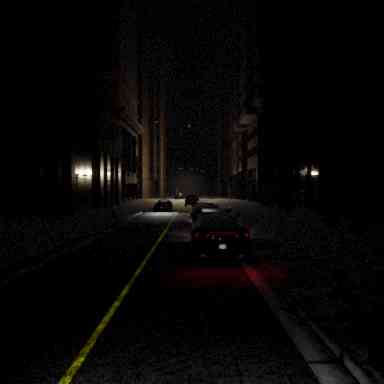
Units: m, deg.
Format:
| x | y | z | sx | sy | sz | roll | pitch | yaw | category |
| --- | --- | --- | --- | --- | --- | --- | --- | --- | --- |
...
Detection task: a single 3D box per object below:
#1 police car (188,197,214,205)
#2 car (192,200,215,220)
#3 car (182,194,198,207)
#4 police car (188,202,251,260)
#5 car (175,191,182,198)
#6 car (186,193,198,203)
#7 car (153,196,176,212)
| x | y | z | sx | sy | sz | roll | pitch | yaw | category |
| --- | --- | --- | --- | --- | --- | --- | --- | --- | --- |
| 0.898 | 1.360 | 22.350 | 1.930 | 1.638 | 5.238 | 0 | 0 | 0 | police car |
| 0.898 | 1.440 | 28.241 | 1.812 | 1.442 | 4.674 | 0 | 0 | 0 | car |
| 0.001 | 1.186 | 49.212 | 2.097 | 1.767 | 4.553 | 0 | 0 | 0 | car |
| 0.898 | 1.392 | 12.349 | 1.930 | 1.638 | 5.238 | 0 | 0 | 0 | police car |
| -3.006 | 0.945 | 77.099 | 1.994 | 1.385 | 4.181 | 0 | 0 | 0 | car |
| -0.004 | 1.123 | 63.733 | 2.097 | 1.767 | 4.553 | 0 | 0 | 0 | car |
| -3.095 | 1.449 | 36.312 | 1.994 | 1.385 | 4.181 | 0 | 0 | 0 | car |
